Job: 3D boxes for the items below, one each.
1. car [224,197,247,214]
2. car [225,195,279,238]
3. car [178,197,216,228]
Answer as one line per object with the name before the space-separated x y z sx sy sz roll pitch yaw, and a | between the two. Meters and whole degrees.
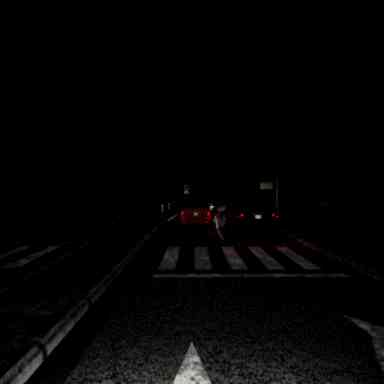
car | 4.383 1.298 33.519 2.128 1.511 4.902 0 1 7
car | 3.012 1.186 17.576 2.150 2.045 5.566 0 0 1
car | 0.322 1.293 21.597 2.097 1.767 4.553 0 0 3
